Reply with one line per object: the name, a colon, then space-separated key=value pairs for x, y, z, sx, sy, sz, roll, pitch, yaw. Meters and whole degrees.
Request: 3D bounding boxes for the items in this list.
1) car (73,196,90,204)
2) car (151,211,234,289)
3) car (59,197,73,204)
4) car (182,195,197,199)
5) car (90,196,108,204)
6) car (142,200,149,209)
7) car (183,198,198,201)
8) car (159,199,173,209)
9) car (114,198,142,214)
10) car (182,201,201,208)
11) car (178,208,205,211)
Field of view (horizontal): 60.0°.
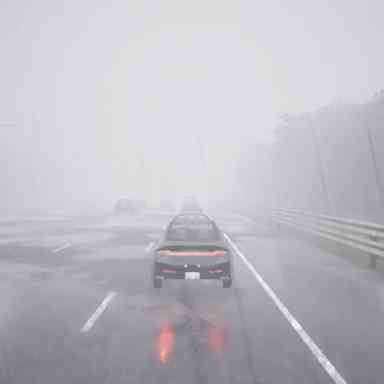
car: x=-21.865 y=1.546 z=67.389 sx=2.097 sy=1.767 sz=4.553 roll=0 pitch=0 yaw=-2
car: x=0.009 y=1.493 z=9.142 sx=2.128 sy=1.511 sz=4.902 roll=0 pitch=0 yaw=0
car: x=-25.364 y=1.721 z=67.262 sx=1.994 sy=1.385 sz=4.181 roll=0 pitch=0 yaw=-2
car: x=-0.256 y=1.422 z=47.775 sx=2.150 sy=2.045 sz=5.566 roll=0 pitch=0 yaw=-1
car: x=-18.354 y=1.566 z=67.068 sx=2.097 sy=1.767 sz=4.553 roll=0 pitch=0 yaw=-2
car: x=-7.250 y=1.755 z=47.169 sx=1.895 sy=1.301 sz=4.718 roll=0 pitch=0 yaw=-1
car: x=-0.048 y=1.690 z=35.397 sx=1.994 sy=1.385 sz=4.181 roll=0 pitch=0 yaw=-1
car: x=-3.770 y=1.729 z=48.036 sx=2.033 sy=1.411 sz=5.357 roll=0 pitch=0 yaw=-1
car: x=-7.063 y=1.439 z=36.256 sx=2.097 sy=1.767 sz=4.553 roll=0 pitch=0 yaw=-1
car: x=-0.038 y=1.611 z=23.857 sx=2.033 sy=1.411 sz=5.357 roll=0 pitch=0 yaw=0
car: x=-0.001 y=1.625 z=15.413 sx=1.895 sy=1.301 sz=4.718 roll=0 pitch=0 yaw=0
